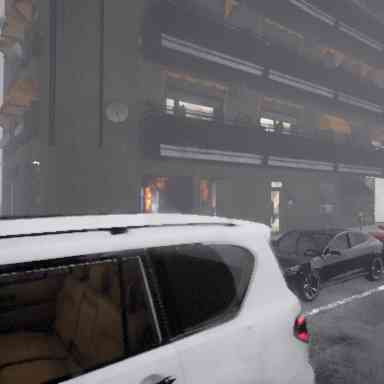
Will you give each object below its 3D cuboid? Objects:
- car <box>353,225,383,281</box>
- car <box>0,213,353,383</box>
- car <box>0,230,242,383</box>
[{"bbox_3d":[3.125,1.567,8.297,4.313,1.339,1.947,0,1,-35],"label":"car"},{"bbox_3d":[-1.631,1.221,1.909,5.566,2.045,2.150,0,0,-35],"label":"car"},{"bbox_3d":[-1.638,1.526,4.915,4.829,1.417,1.752,0,1,-35],"label":"car"}]
